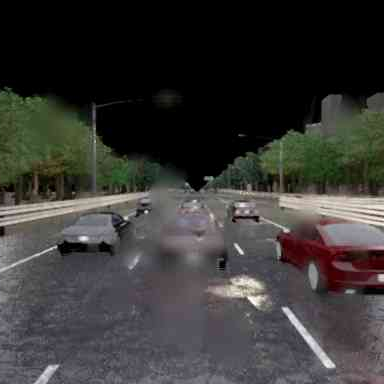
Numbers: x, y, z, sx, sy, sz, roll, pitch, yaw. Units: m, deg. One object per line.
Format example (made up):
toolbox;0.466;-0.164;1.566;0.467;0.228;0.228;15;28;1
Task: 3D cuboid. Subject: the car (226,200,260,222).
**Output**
car;3.538;1.300;23.700;2.033;1.411;5.357;0;1;0

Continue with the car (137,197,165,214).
car;-3.433;1.207;27.580;1.837;1.490;4.892;0;1;0

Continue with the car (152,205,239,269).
car;0.058;1.384;10.681;2.128;1.511;4.902;0;0;0

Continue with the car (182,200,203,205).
car;0.038;1.300;23.698;2.033;1.411;5.357;0;1;0

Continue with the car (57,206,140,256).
car;-3.430;1.438;12.613;1.994;1.385;4.181;0;1;0

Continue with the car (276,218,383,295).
car;3.540;1.392;8.540;1.882;1.535;5.008;0;0;1
